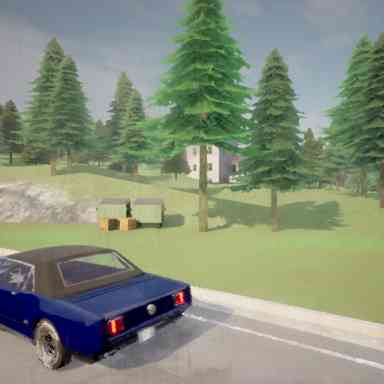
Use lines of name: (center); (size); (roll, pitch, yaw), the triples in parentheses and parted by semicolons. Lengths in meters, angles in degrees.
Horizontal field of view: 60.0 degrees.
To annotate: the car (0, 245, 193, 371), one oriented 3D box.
car: (-2.403, 1.600, 5.705); (4.718, 1.301, 1.895); (0, 0, 35)
